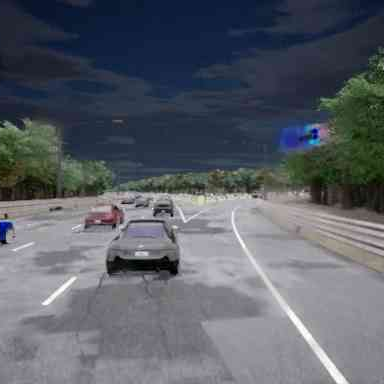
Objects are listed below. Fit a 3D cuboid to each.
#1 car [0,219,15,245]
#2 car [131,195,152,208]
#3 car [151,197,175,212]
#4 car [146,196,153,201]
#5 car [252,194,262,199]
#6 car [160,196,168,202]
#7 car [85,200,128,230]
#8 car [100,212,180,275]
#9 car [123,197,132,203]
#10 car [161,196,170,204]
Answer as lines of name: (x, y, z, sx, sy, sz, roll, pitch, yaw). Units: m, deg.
car: (-8.434, 1.448, 12.270, 1.882, 1.535, 5.008, 0, 0, -3)
car: (-7.176, 1.532, 48.506, 2.033, 1.411, 5.357, 0, 0, -4)
car: (-2.700, 1.481, 32.051, 1.837, 1.490, 4.892, 0, 0, -3)
car: (-11.604, 1.700, 90.653, 1.994, 1.385, 4.181, 0, 0, -8)
car: (18.001, 1.245, 92.486, 1.837, 1.490, 4.892, 0, 0, 25)
car: (-6.740, 1.694, 79.593, 1.895, 1.301, 4.718, 0, 0, -7)
car: (-5.442, 1.497, 20.985, 1.812, 1.442, 4.674, 0, 0, -3)
car: (-1.404, 1.557, 10.516, 1.994, 1.385, 4.181, 0, 0, -3)
car: (-11.859, 1.581, 62.003, 1.994, 1.385, 4.181, 0, 0, -5)
car: (-5.469, 1.578, 67.547, 1.812, 1.442, 4.674, 0, 0, -6)
